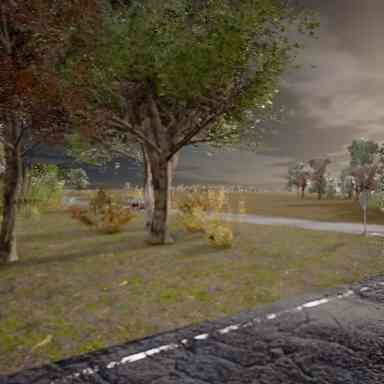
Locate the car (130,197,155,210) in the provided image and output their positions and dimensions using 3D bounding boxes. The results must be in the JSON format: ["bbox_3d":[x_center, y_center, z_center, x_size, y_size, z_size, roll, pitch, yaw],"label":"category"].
[{"bbox_3d":[-6.867,1.505,46.023,2.097,1.767,4.553,1,0,-34],"label":"car"}]

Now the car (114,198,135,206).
[{"bbox_3d":[-11.966,1.807,58.904,1.895,1.301,4.718,1,-1,-34],"label":"car"}]

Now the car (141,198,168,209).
[{"bbox_3d":[-5.666,1.677,49.779,1.882,1.535,5.008,1,-1,-34],"label":"car"}]
